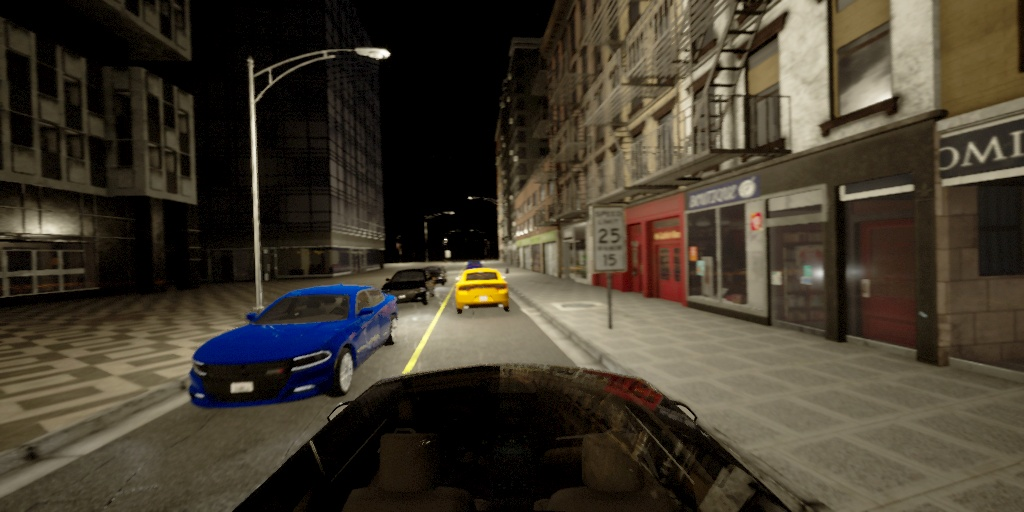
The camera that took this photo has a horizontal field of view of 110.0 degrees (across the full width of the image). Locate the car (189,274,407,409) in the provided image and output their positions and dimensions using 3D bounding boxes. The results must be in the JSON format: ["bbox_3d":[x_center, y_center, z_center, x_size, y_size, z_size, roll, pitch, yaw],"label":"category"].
[{"bbox_3d":[-3.537,1.330,6.848,1.882,1.535,5.008,-2,0,-6],"label":"car"}]

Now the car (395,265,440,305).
[{"bbox_3d":[-4.679,1.347,16.756,1.882,1.535,5.008,-2,0,-7],"label":"car"}]

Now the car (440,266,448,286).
[{"bbox_3d":[-5.847,1.426,27.013,2.033,1.411,5.357,-2,0,-6],"label":"car"}]

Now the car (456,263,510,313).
[{"bbox_3d":[-1.217,1.246,14.366,1.882,1.535,5.008,-2,0,-6],"label":"car"}]

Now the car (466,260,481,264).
[{"bbox_3d":[-4.553,1.255,43.654,1.882,1.535,5.008,-2,0,-7],"label":"car"}]
